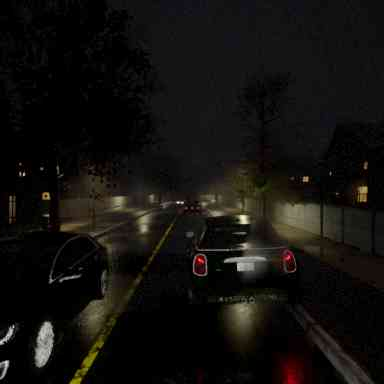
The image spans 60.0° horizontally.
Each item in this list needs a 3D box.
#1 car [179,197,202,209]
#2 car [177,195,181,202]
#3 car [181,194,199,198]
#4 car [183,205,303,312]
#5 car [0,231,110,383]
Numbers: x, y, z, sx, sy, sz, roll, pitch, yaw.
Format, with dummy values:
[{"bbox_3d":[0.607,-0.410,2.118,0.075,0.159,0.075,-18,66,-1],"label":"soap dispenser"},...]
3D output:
[{"bbox_3d":[0.048,1.571,33.966,2.033,1.411,5.357,0,0,1],"label":"car"},{"bbox_3d":[-2.796,1.593,82.637,2.128,1.511,4.902,0,0,0],"label":"car"},{"bbox_3d":[0.007,1.257,44.618,2.150,2.045,5.566,0,0,1],"label":"car"},{"bbox_3d":[0.927,1.324,7.887,2.097,1.767,4.553,-2,0,0],"label":"car"},{"bbox_3d":[-2.753,1.508,5.644,1.837,1.490,4.892,0,0,0],"label":"car"}]
